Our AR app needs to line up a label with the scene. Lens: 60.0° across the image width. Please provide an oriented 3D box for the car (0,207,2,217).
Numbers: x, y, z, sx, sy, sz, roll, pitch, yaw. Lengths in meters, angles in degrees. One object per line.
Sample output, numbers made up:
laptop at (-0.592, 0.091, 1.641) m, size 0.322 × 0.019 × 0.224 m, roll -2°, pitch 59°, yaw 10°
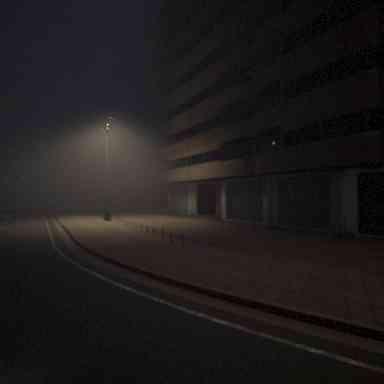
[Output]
car at (-20.582, 1.913, 33.689) m, size 1.812 × 1.442 × 4.674 m, roll 0°, pitch 0°, yaw -25°
